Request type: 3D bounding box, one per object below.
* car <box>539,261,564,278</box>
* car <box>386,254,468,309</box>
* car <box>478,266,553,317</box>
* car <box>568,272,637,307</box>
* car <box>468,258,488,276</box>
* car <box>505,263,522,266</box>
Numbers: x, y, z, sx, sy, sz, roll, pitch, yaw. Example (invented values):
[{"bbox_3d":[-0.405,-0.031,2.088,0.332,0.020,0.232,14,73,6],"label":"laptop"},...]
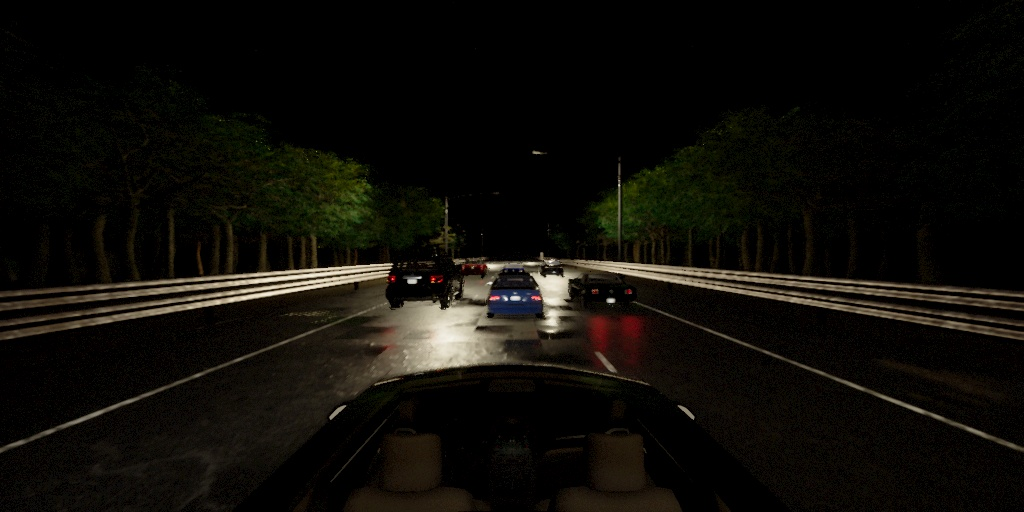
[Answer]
[{"bbox_3d":[3.619,1.180,33.121,2.128,1.511,4.902,0,0,0],"label":"car"},{"bbox_3d":[-3.390,0.951,14.862,2.150,2.045,5.566,0,0,0],"label":"car"},{"bbox_3d":[0.102,1.280,13.021,2.033,1.411,5.357,0,0,0],"label":"car"},{"bbox_3d":[3.610,1.329,15.270,1.895,1.301,4.718,0,0,0],"label":"car"},{"bbox_3d":[-3.380,1.041,32.887,2.097,1.767,4.553,0,0,0],"label":"car"},{"bbox_3d":[0.120,1.292,31.858,1.895,1.301,4.718,0,0,0],"label":"car"}]
